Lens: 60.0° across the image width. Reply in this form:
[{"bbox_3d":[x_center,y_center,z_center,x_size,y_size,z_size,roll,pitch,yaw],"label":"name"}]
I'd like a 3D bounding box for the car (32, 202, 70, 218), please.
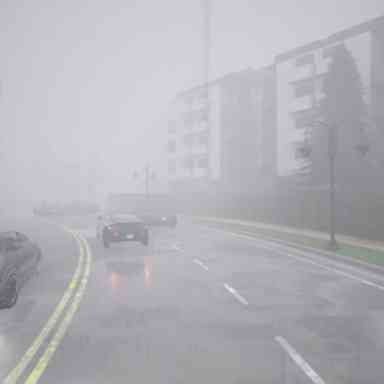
[{"bbox_3d":[-13.298,1.581,30.794,1.994,1.385,4.181,0,0,-39],"label":"car"}]

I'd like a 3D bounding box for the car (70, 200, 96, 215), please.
[{"bbox_3d":[-11.238,1.565,33.874,2.033,1.411,5.357,0,0,-40],"label":"car"}]

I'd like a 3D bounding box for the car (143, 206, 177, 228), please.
[{"bbox_3d":[-2.622,1.572,21.845,1.994,1.385,4.181,0,0,-28],"label":"car"}]

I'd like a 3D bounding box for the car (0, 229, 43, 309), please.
[{"bbox_3d":[-4.747,1.569,7.488,1.994,1.385,4.181,0,0,-13],"label":"car"}]

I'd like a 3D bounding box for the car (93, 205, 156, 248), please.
[{"bbox_3d":[-3.205,1.532,15.000,1.812,1.442,4.674,0,0,-20],"label":"car"}]
